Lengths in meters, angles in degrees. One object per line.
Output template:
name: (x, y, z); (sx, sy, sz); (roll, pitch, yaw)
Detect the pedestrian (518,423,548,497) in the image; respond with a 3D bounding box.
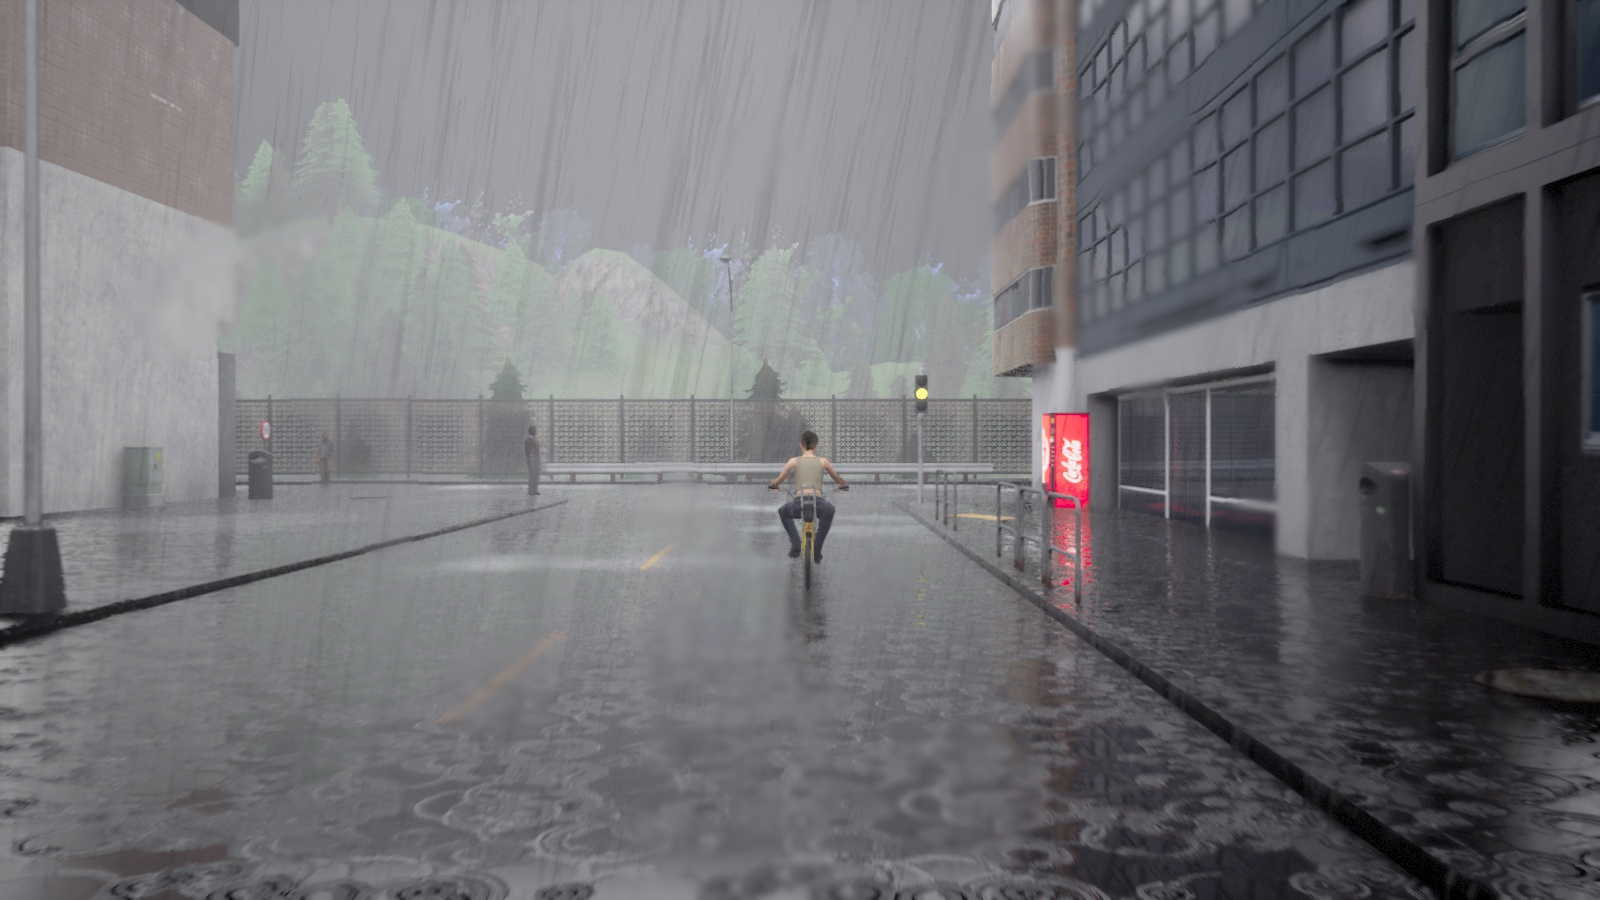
pedestrian: (-7.035, 0.262, 33.100); (0.666, 1.930, 0.402); (0, 0, 33)

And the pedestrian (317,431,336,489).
pedestrian: (-15.197, 0.310, 40.278); (0.540, 1.848, 0.694); (0, 0, -18)

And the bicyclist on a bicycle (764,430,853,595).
bicyclist on a bicycle: (0.090, 0.610, 13.046); (0.866, 1.612, 1.509); (0, 0, 0)
